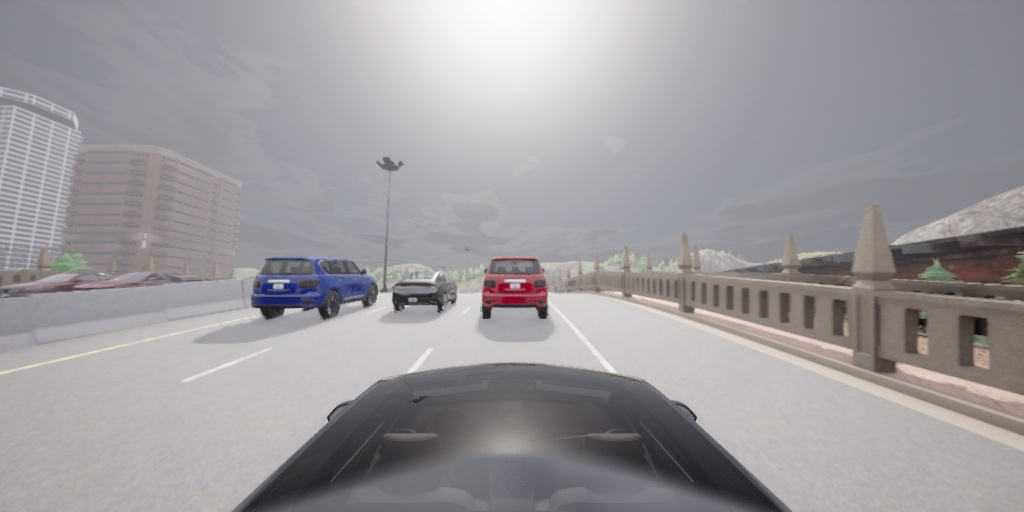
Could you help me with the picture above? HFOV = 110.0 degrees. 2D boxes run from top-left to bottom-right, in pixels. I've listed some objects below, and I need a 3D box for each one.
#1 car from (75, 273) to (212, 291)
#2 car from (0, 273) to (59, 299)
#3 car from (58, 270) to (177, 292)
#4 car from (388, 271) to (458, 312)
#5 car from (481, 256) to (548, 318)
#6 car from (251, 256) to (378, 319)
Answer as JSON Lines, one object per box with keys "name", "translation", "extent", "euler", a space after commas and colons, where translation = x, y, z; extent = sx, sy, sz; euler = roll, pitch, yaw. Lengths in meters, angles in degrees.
{"name": "car", "translation": [-14.111, 1.478, 14.800], "extent": [1.895, 1.301, 4.718], "euler": [0, -2, 0]}
{"name": "car", "translation": [-21.111, 1.493, 17.274], "extent": [1.812, 1.442, 4.674], "euler": [0, -2, 0]}
{"name": "car", "translation": [-17.612, 1.444, 17.236], "extent": [1.882, 1.535, 5.008], "euler": [0, -2, 0]}
{"name": "car", "translation": [-3.410, 1.374, 14.754], "extent": [2.128, 1.511, 4.902], "euler": [0, -2, 0]}
{"name": "car", "translation": [0.091, 1.066, 13.465], "extent": [2.150, 2.045, 5.566], "euler": [0, -1, 0]}
{"name": "car", "translation": [-6.908, 1.062, 13.281], "extent": [2.150, 2.045, 5.566], "euler": [0, -1, 0]}
